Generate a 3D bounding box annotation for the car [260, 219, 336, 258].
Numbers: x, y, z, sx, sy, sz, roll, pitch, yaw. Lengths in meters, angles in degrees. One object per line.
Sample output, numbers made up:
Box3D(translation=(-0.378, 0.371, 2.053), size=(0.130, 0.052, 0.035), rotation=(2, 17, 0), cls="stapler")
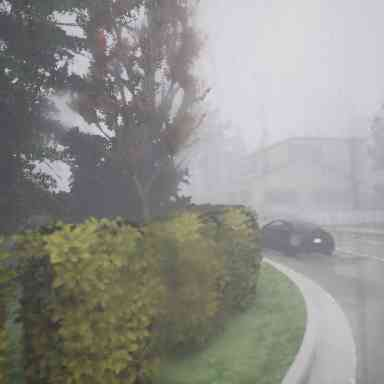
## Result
Box3D(translation=(4.088, 1.827, 14.230), size=(1.994, 1.385, 4.181), rotation=(0, -1, -16), cls="car")
